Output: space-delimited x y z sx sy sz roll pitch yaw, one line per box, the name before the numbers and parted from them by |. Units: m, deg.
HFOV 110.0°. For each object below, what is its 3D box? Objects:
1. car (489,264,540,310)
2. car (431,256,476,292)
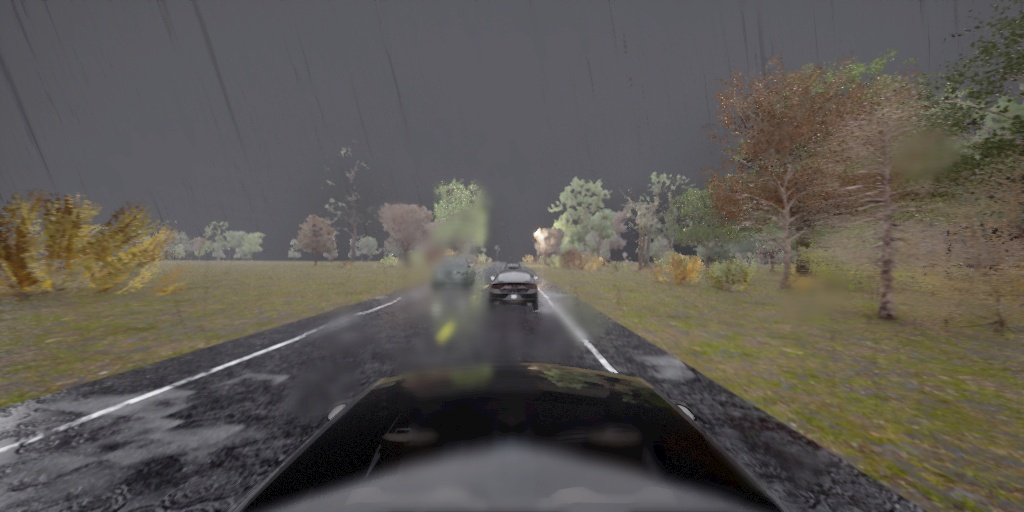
car | 0.093 1.276 15.128 1.882 1.535 5.008 0 0 0
car | -3.503 1.047 22.545 2.150 2.045 5.566 0 0 0
